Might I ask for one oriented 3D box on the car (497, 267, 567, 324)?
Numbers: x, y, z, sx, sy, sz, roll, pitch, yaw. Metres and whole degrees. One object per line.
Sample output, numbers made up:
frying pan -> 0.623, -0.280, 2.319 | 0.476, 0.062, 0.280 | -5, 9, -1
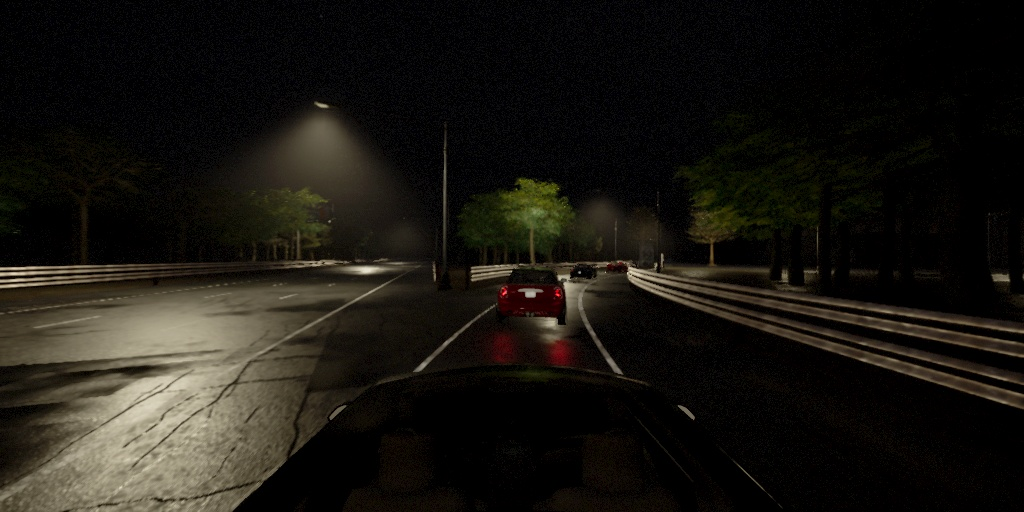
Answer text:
car -> 0.832, 1.155, 12.553 | 2.097, 1.767, 4.553 | 1, 0, 8

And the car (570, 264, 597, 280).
car -> 6.979, 1.490, 34.673 | 1.994, 1.385, 4.181 | 0, 0, 23

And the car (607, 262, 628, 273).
car -> 14.211, 1.507, 48.286 | 1.882, 1.535, 5.008 | 0, 0, 31
